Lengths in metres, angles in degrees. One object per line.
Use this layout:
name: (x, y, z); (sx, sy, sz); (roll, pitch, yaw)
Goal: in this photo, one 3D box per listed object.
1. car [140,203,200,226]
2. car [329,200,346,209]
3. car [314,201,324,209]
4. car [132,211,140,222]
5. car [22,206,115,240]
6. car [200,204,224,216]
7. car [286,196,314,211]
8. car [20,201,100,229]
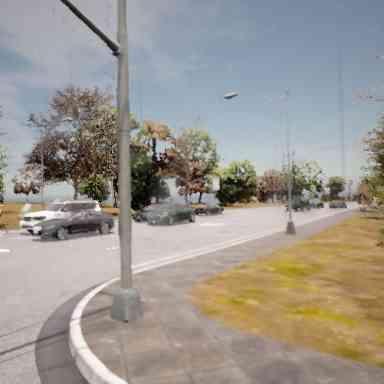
car: (-1.673, 1.688, 26.913); (2.097, 1.767, 4.553); (-2, -1, 33)
car: (22.999, 1.925, 52.480); (1.994, 1.385, 4.181); (-2, -1, 33)
car: (20.283, 2.050, 54.727); (1.895, 1.301, 4.718); (-2, -1, 33)
car: (-3.518, 1.989, 30.509); (1.994, 1.385, 4.181); (-2, -1, 33)
car: (-6.711, 1.818, 19.250); (2.128, 1.511, 4.902); (-2, -1, 34)
car: (1.927, 2.063, 39.132); (1.895, 1.301, 4.718); (-2, -1, 32)
car: (14.612, 1.586, 45.835); (2.150, 2.045, 5.566); (-2, -1, 33)
car: (-8.626, 1.633, 22.643); (2.150, 2.045, 5.566); (-2, -1, 33)
